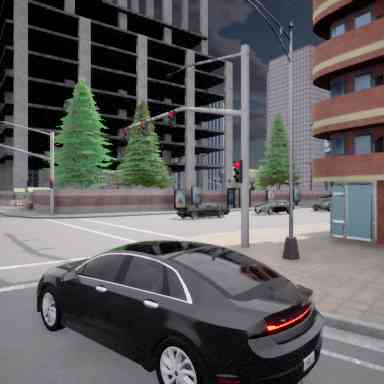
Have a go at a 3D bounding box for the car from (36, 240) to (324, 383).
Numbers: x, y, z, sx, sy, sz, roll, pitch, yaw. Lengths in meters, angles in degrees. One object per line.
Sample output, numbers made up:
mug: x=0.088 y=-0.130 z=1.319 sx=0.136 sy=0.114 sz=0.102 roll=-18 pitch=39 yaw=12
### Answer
car: x=-0.602 y=1.505 z=5.065 sx=4.892 sy=1.490 sz=1.837 roll=0 pitch=0 yaw=41

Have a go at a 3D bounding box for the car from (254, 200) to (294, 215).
car: x=8.566 y=1.547 z=34.543 sx=4.902 sy=1.511 sz=2.128 roll=0 pitch=0 yaw=-35

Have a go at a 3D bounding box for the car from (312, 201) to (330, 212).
car: x=16.663 y=1.407 z=40.295 sx=4.553 sy=1.767 sz=2.097 roll=0 pitch=0 yaw=-35

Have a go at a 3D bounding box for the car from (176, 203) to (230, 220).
car: x=0.973 y=1.656 z=29.125 sx=4.718 sy=1.301 sz=1.895 roll=0 pitch=0 yaw=-36
